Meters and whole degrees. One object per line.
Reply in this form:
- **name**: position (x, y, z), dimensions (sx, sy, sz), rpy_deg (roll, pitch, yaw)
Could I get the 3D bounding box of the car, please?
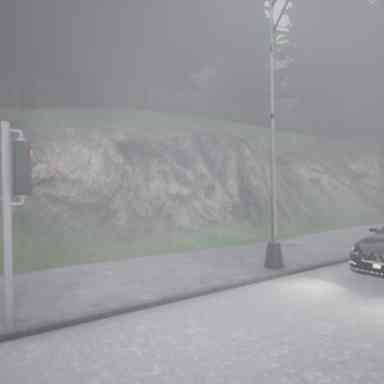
- **car**: position (6.038, 1.326, 8.573), dimensions (4.892, 1.490, 1.837), rpy_deg (-1, 1, -34)
